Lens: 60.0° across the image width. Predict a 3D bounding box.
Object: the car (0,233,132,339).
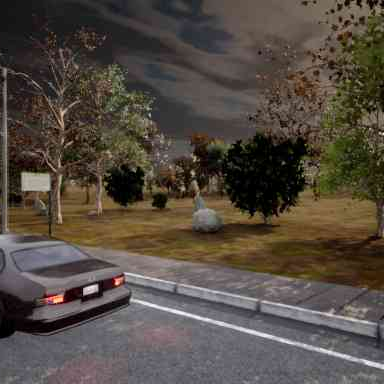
[{"bbox_3d":[-3.596,1.547,6.571,5.357,1.411,2.033,0,0,36],"label":"car"}]
